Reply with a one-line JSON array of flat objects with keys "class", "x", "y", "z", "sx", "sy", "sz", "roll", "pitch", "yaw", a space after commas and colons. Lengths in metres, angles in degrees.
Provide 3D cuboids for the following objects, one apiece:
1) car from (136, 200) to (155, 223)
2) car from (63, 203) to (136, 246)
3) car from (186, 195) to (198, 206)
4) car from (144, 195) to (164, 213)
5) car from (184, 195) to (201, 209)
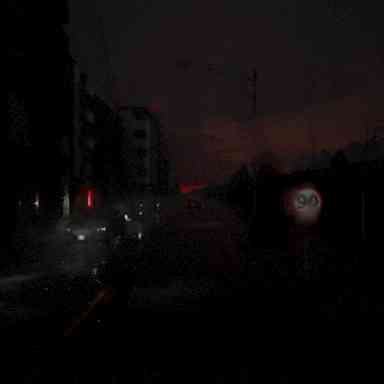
[{"class": "car", "x": -4.105, "y": 1.459, "z": 24.073, "sx": 1.895, "sy": 1.301, "sz": 4.718, "roll": 0, "pitch": 0, "yaw": 0}, {"class": "car", "x": -4.107, "y": 1.405, "z": 14.789, "sx": 2.128, "sy": 1.511, "sz": 4.902, "roll": 0, "pitch": 0, "yaw": 0}, {"class": "car", "x": -0.025, "y": 1.231, "z": 50.144, "sx": 1.812, "sy": 1.442, "sz": 4.674, "roll": 0, "pitch": 0, "yaw": 0}, {"class": "car", "x": -4.073, "y": 1.152, "z": 34.119, "sx": 2.097, "sy": 1.767, "sz": 4.553, "roll": 0, "pitch": 0, "yaw": 0}, {"class": "car", "x": 0.077, "y": 1.242, "z": 40.150, "sx": 1.882, "sy": 1.535, "sz": 5.008, "roll": 0, "pitch": 0, "yaw": 0}]
